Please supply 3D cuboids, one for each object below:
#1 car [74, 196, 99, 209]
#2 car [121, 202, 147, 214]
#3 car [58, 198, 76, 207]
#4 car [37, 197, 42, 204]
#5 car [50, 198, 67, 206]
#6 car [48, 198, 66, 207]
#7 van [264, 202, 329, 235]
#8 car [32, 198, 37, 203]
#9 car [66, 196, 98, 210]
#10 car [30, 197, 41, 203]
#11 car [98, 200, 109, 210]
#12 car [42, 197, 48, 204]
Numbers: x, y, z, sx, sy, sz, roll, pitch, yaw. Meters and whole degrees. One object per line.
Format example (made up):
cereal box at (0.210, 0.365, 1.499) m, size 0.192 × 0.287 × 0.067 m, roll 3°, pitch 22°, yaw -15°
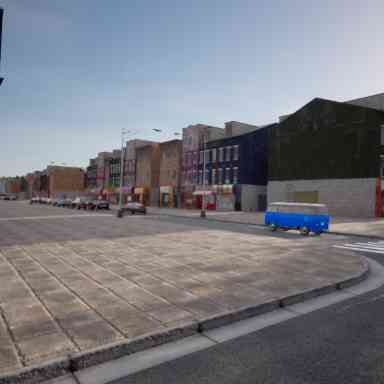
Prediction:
car at (-16.202, 1.577, 51.038) m, size 2.192 × 1.841 × 5.009 m, roll 3°, pitch -2°, yaw -36°
car at (-6.617, 1.808, 37.730) m, size 1.802 × 1.307 × 4.206 m, roll 3°, pitch -2°, yaw -36°
car at (-22.606, 1.843, 59.901) m, size 1.887 × 1.381 × 4.507 m, roll 3°, pitch -2°, yaw -36°
car at (-32.202, 1.952, 73.201) m, size 1.802 × 1.307 × 4.206 m, roll 3°, pitch -2°, yaw -36°
car at (-25.804, 1.886, 64.334) m, size 1.947 × 1.339 × 4.313 m, roll 3°, pitch -2°, yaw -36°
car at (-20.672, 1.710, 52.719) m, size 2.033 × 1.411 × 5.357 m, roll 3°, pitch -2°, yaw -36°
van at (6.183, 1.555, 19.998) m, size 1.690 × 1.788 × 3.998 m, roll 3°, pitch -2°, yaw -36°
car at (-35.396, 1.838, 77.638) m, size 1.967 × 1.590 × 4.097 m, roll 3°, pitch -2°, yaw -36°
car at (-14.846, 1.489, 44.746) m, size 2.097 × 1.767 × 4.553 m, roll 3°, pitch -2°, yaw -35°
car at (-38.598, 2.010, 82.067) m, size 1.802 × 1.307 × 4.206 m, roll 3°, pitch -2°, yaw -36°
car at (-13.012, 1.813, 46.598) m, size 1.947 × 1.339 × 4.313 m, roll 3°, pitch -2°, yaw -36°
car at (-29.101, 1.870, 68.906) m, size 1.752 × 1.417 × 4.829 m, roll 3°, pitch -2°, yaw -36°
